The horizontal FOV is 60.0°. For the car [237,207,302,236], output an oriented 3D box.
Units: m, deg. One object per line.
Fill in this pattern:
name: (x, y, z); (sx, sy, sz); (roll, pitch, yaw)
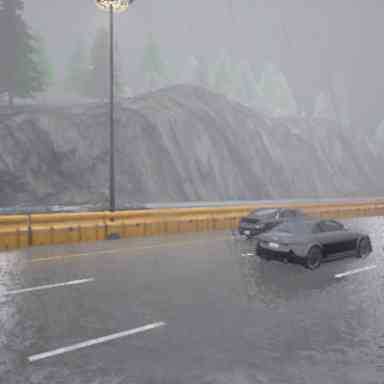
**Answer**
car: (4.276, 1.444, 15.375); (4.892, 1.490, 1.837); (0, 0, -35)

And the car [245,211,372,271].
car: (4.027, 1.517, 10.899); (4.181, 1.385, 1.994); (0, 0, -36)

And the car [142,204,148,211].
car: (-6.137, 1.464, 29.610); (4.674, 1.442, 1.812); (0, 0, -35)

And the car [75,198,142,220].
car: (-6.480, 1.304, 25.099); (4.553, 1.767, 2.097); (-1, 0, -35)

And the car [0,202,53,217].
car: (-14.104, 1.538, 28.294); (4.181, 1.385, 1.994); (0, 0, -35)
